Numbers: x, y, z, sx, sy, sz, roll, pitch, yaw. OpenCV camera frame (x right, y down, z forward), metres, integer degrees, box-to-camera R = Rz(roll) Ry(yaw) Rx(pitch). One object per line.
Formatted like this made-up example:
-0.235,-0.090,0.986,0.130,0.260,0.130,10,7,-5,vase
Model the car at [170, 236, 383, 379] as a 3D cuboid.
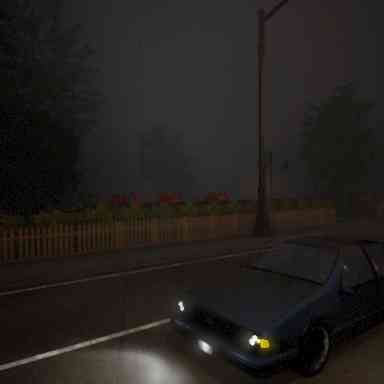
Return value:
2.286,1.516,5.726,5.357,1.411,2.033,0,0,-37,car
